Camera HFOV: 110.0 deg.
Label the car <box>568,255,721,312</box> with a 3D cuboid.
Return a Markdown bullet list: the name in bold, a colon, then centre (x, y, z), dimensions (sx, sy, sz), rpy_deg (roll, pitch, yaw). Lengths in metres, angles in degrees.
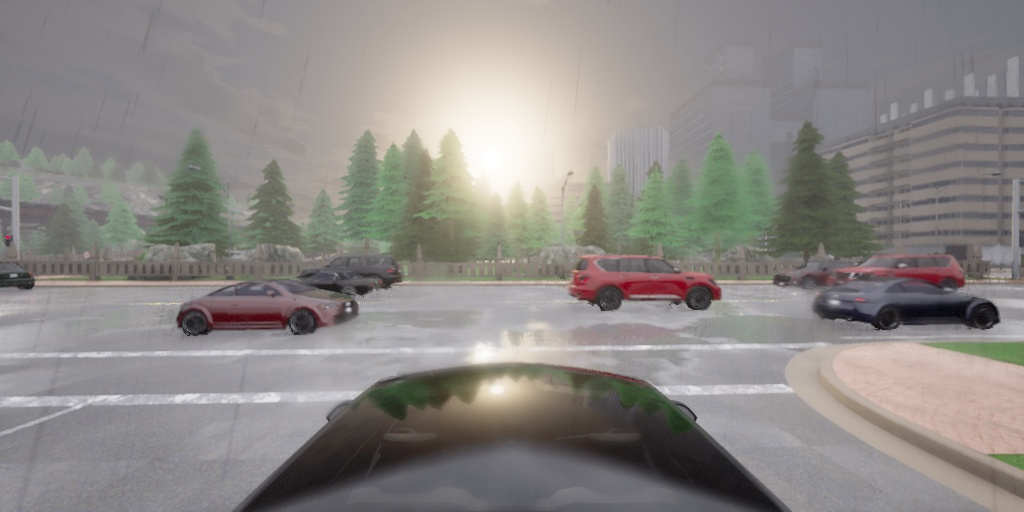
- **car**: centre (4.957, 0.973, 13.838), dimensions (5.566, 2.045, 2.150), rpy_deg (0, 0, -2)

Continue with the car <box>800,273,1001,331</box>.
- **car**: centre (11.397, 1.326, 10.548), dimensions (4.181, 1.385, 1.994), rpy_deg (0, 0, -3)

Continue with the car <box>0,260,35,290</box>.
- **car**: centre (-29.638, 1.089, 19.719), dimensions (4.553, 1.767, 2.097), rpy_deg (0, 0, -2)

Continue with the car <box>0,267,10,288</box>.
- **car**: centre (-21.863, 1.259, 12.824), dimensions (4.892, 1.490, 1.837), rpy_deg (0, 0, -2)

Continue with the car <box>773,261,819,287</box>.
- **car**: centre (18.384, 1.081, 21.552), dimensions (4.553, 1.767, 2.097), rpy_deg (0, 0, -2)

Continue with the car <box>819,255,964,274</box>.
- **car**: centre (19.259, 0.961, 18.085), dimensions (5.566, 2.045, 2.150), rpy_deg (0, 0, -2)

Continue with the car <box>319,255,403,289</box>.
- **car**: centre (-9.117, 0.954, 20.504), dimensions (5.566, 2.045, 2.150), rpy_deg (0, 0, -2)

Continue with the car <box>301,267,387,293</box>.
- **car**: centre (-8.747, 1.343, 17.017), dimensions (4.718, 1.301, 1.895), rpy_deg (0, 0, -2)

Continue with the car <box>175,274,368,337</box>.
- **car**: centre (-6.531, 1.328, 9.897), dimensions (4.181, 1.385, 1.994), rpy_deg (0, 0, -2)
